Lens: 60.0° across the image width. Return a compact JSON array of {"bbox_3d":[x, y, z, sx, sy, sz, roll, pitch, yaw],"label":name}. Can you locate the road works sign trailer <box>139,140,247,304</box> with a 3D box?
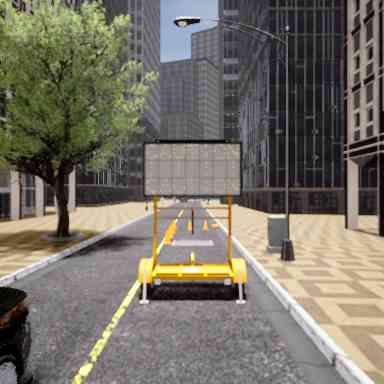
[{"bbox_3d":[0.014,0.514,8.261,2.380,3.560,2.880,0,0,0],"label":"road works sign trailer"}]

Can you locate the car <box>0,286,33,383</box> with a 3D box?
[{"bbox_3d":[-2.747,1.489,1.734,1.882,1.535,5.008,0,0,0],"label":"car"}]

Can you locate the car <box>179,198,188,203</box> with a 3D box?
[{"bbox_3d":[-2.173,2.279,88.334,1.994,1.385,4.181,0,-1,4],"label":"car"}]
